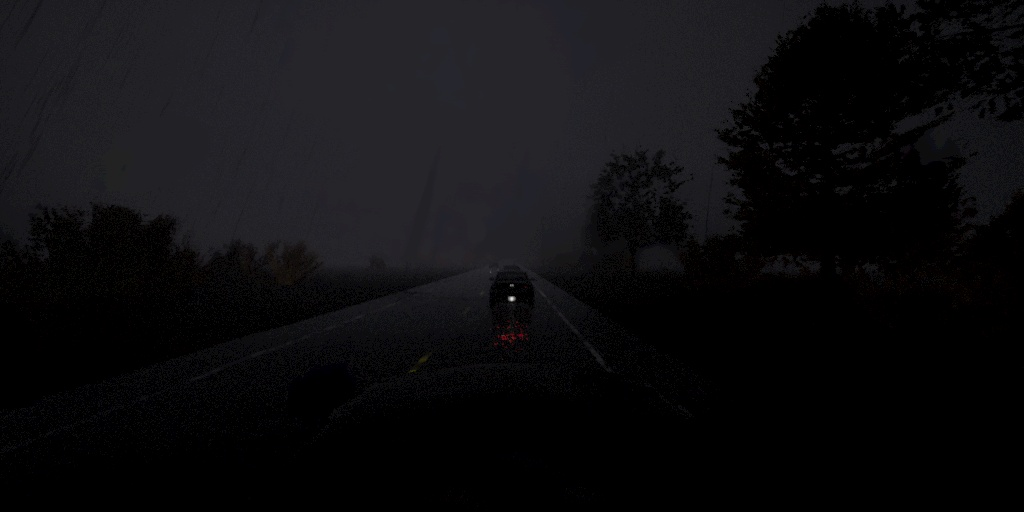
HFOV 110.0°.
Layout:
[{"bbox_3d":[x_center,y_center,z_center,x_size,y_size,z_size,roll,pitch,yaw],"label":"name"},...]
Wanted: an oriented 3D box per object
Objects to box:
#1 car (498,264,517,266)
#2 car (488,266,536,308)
[{"bbox_3d":[-0.006,1.521,31.156,1.837,1.490,4.892,0,0,0],"label":"car"},{"bbox_3d":[-0.001,1.390,16.152,1.837,1.490,4.892,0,0,0],"label":"car"}]
